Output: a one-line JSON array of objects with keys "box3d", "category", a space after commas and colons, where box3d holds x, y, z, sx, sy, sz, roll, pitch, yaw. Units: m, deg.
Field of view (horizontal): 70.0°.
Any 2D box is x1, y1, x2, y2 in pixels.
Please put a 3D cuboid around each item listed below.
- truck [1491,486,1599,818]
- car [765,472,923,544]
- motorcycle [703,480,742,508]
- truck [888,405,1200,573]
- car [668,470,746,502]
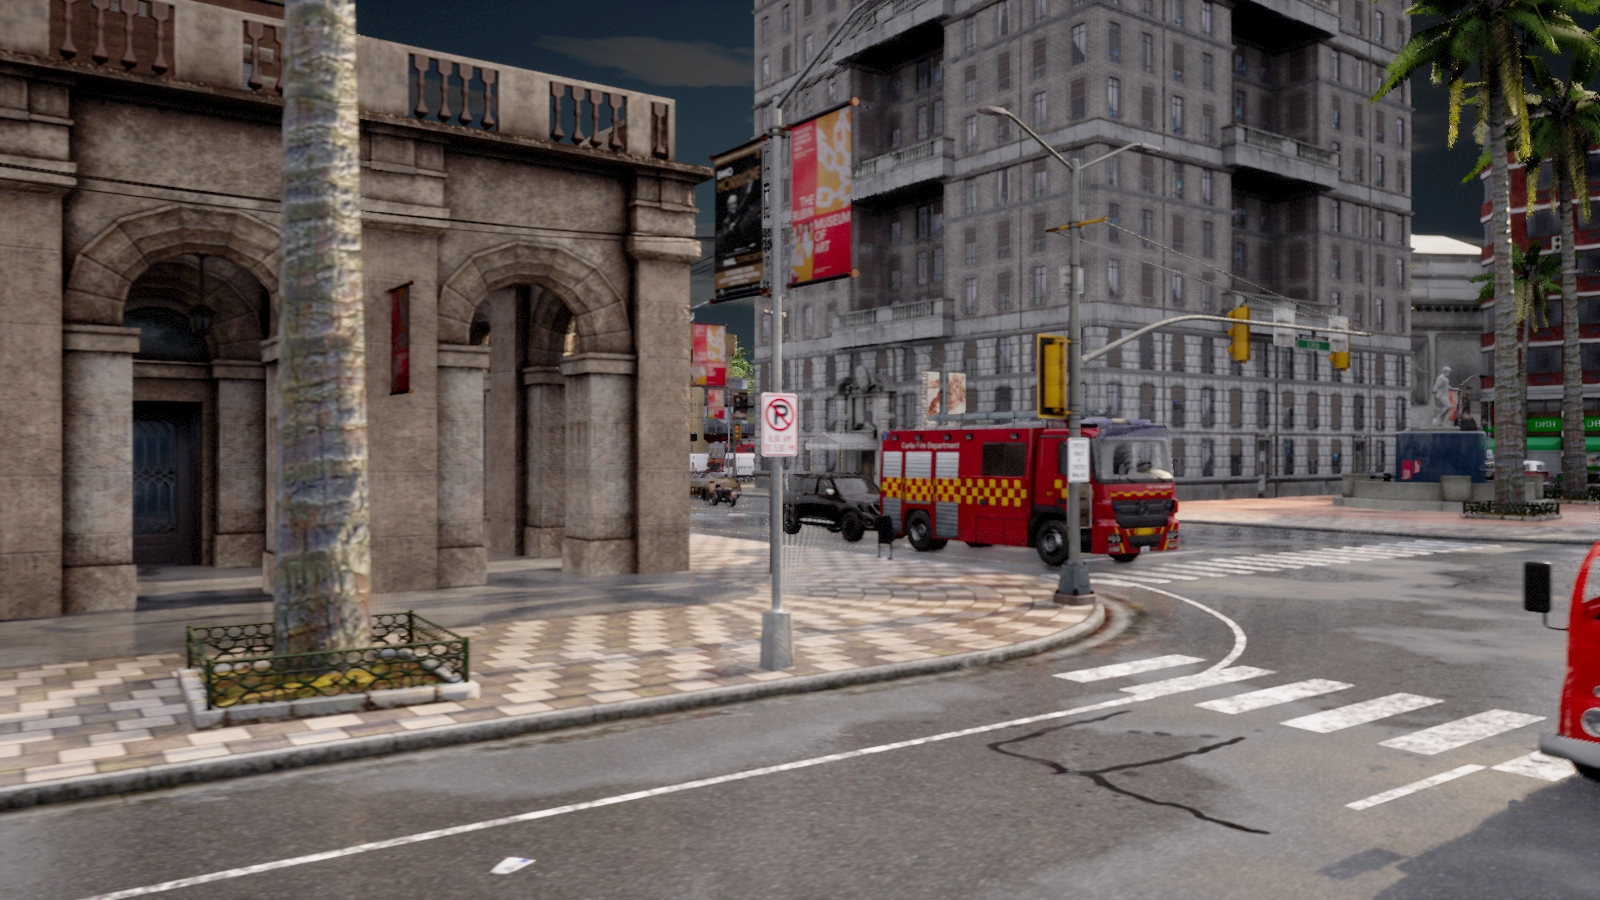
[{"box3d": [8.539, 1.567, 9.761, 5.204, 2.467, 2.627, 0, 0, -35], "category": "truck"}, {"box3d": [1.310, 1.780, 36.917, 2.150, 2.045, 5.566, 0, 0, -35], "category": "car"}, {"box3d": [-3.837, 2.170, 56.421, 0.764, 1.277, 2.356, 0, 0, -35], "category": "motorcycle"}, {"box3d": [6.125, 0.891, 30.397, 2.891, 3.827, 8.468, 0, 0, -34], "category": "truck"}, {"box3d": [-5.281, 1.992, 64.311, 2.152, 1.651, 5.027, 0, 0, -35], "category": "car"}]
